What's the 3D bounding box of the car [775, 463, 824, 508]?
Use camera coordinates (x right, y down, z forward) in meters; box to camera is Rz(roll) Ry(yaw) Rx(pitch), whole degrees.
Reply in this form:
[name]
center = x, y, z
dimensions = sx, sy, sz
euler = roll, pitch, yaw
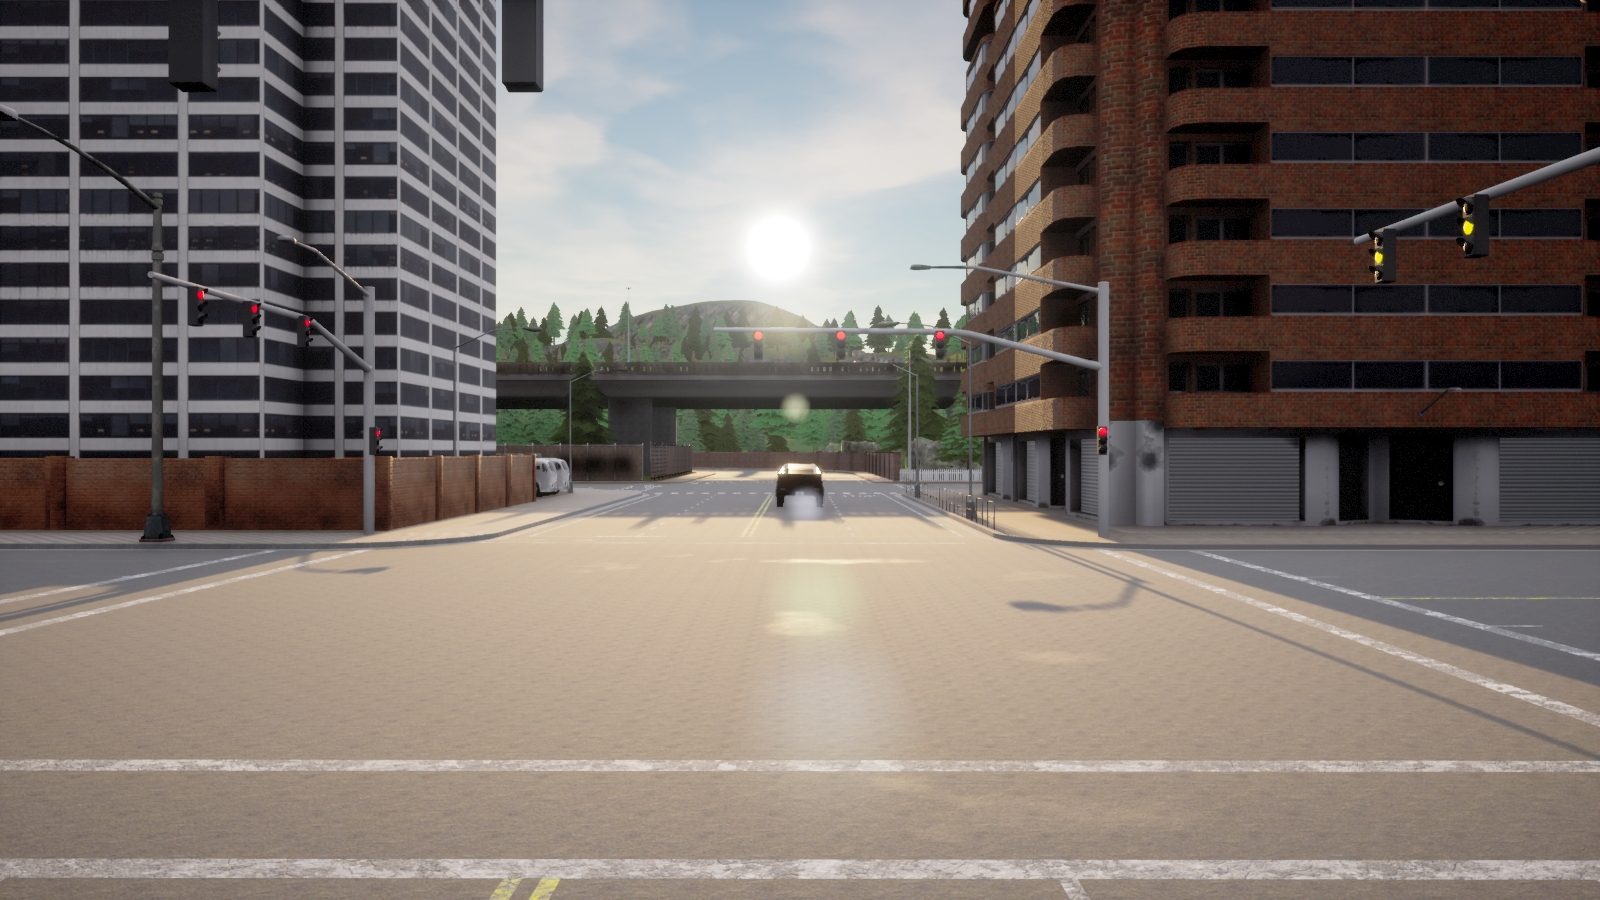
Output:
[car]
center = -0.007, 1.750, 58.524
dimensions = 2.390, 2.098, 6.274
euler = 0, 0, 0
